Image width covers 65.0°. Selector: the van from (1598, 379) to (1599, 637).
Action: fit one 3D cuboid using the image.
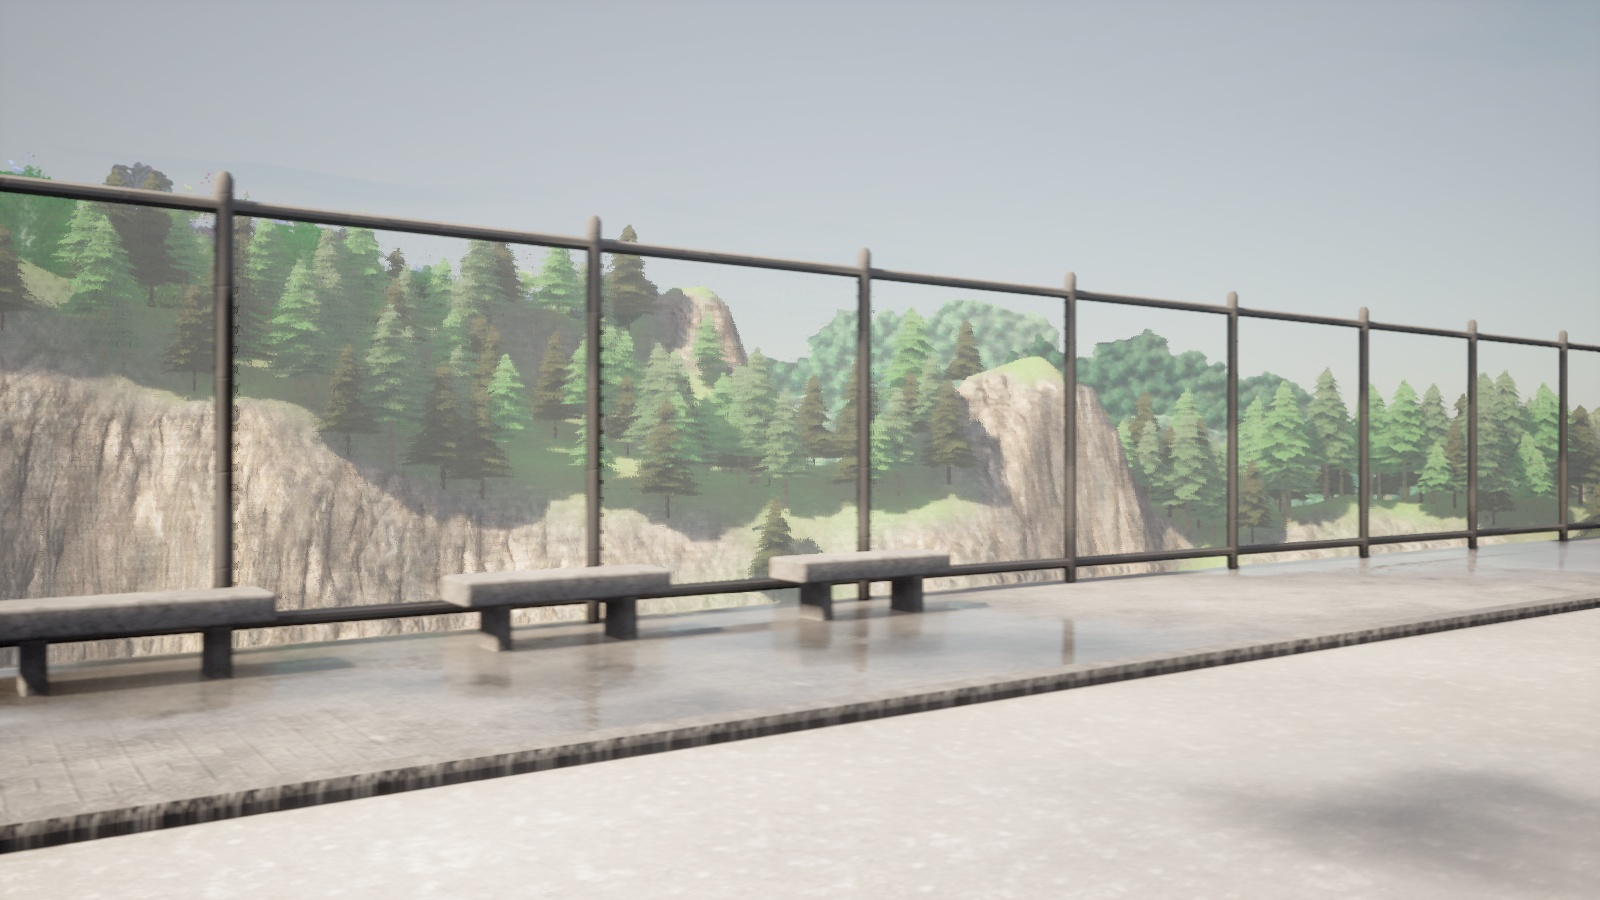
[{"bbox_3d":[8.734,0.449,10.347,4.480,2.038,2.069,0,0,-35],"label":"van"}]
